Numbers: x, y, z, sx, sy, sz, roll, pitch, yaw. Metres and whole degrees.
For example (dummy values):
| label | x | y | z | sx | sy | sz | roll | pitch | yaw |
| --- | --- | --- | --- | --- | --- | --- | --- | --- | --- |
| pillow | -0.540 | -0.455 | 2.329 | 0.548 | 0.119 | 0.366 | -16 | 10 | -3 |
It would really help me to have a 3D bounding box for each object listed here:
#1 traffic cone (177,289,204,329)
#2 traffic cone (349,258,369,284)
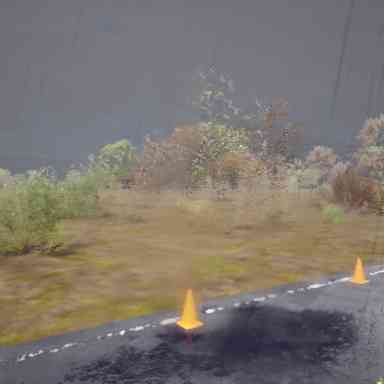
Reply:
| label | x | y | z | sx | sy | sz | roll | pitch | yaw |
| --- | --- | --- | --- | --- | --- | --- | --- | --- | --- |
| traffic cone | -0.033 | 1.952 | 5.653 | 0.340 | 0.580 | 0.340 | 0 | 0 | -34 |
| traffic cone | 4.236 | 1.974 | 8.426 | 0.340 | 0.580 | 0.340 | 0 | 0 | -32 |
